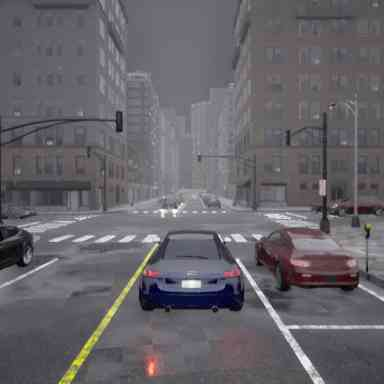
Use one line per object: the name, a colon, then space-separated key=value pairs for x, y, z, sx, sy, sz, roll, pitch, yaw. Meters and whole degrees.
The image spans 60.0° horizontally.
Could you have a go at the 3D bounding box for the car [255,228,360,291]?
car: x=2.760 y=1.576 z=8.671 sx=1.802 sy=1.307 sz=4.206 roll=0 pitch=0 yaw=0

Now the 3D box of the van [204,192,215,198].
van: x=3.087 y=1.228 z=51.431 sx=1.690 sy=1.788 sz=3.998 roll=0 pitch=0 yaw=0

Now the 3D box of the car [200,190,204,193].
car: x=3.734 y=0.901 z=86.058 sx=2.150 sy=2.045 sz=5.566 roll=0 pitch=0 yaw=0

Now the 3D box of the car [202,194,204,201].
car: x=3.136 y=1.412 z=56.983 sx=1.887 sy=1.381 sz=4.507 roll=0 pitch=0 yaw=0

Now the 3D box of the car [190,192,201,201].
car: x=0.525 y=1.287 z=74.319 sx=1.812 sy=1.442 sz=4.674 roll=0 pitch=0 yaw=0

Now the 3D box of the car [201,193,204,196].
car: x=3.236 y=1.396 z=68.089 sx=1.802 sy=1.307 sz=4.206 roll=0 pitch=0 yaw=0

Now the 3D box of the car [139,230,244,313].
car: x=0.003 y=1.559 z=7.750 sx=1.994 sy=1.385 sz=4.181 roll=0 pitch=0 yaw=0

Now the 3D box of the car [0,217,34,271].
car: x=-5.765 y=1.561 z=8.674 sx=1.947 sy=1.339 sz=4.313 roll=0 pitch=0 yaw=0

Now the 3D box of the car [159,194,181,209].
car: x=-2.832 y=1.418 z=43.856 sx=1.837 sy=1.490 sz=4.892 roll=0 pitch=0 yaw=2

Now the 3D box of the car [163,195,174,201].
car: x=-5.241 y=1.326 z=73.722 sx=2.008 sy=1.369 sz=4.403 roll=0 pitch=0 yaw=0

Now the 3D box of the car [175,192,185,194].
car: x=-2.612 y=1.327 z=64.150 sx=2.128 sy=1.511 sz=4.902 roll=0 pitch=0 yaw=1

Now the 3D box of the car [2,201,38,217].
car: x=-15.949 y=1.723 z=28.027 sx=5.357 sy=1.411 sz=2.033 roll=-1 pitch=0 yaw=0

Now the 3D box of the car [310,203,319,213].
car: x=13.662 y=1.342 z=31.168 sx=4.718 sy=1.301 sz=1.895 roll=-1 pitch=0 yaw=0

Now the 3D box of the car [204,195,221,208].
car: x=3.040 y=1.488 z=45.880 sx=1.802 sy=1.307 sz=4.206 roll=0 pitch=0 yaw=0

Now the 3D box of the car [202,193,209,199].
car: x=3.828 y=1.105 z=93.029 sx=1.882 sy=1.535 sz=5.008 roll=0 pitch=0 yaw=0

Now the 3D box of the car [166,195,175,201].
car: x=-5.193 y=1.315 z=79.275 sx=1.802 sy=1.307 sz=4.206 roll=0 pitch=0 yaw=0

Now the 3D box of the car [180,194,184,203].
car: x=-2.746 y=1.405 z=53.760 sx=1.812 sy=1.442 sz=4.674 roll=0 pitch=0 yaw=0

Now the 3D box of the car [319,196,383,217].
car: x=13.553 y=1.112 z=27.918 sx=4.553 sy=1.767 sz=2.097 roll=-1 pitch=0 yaw=0
